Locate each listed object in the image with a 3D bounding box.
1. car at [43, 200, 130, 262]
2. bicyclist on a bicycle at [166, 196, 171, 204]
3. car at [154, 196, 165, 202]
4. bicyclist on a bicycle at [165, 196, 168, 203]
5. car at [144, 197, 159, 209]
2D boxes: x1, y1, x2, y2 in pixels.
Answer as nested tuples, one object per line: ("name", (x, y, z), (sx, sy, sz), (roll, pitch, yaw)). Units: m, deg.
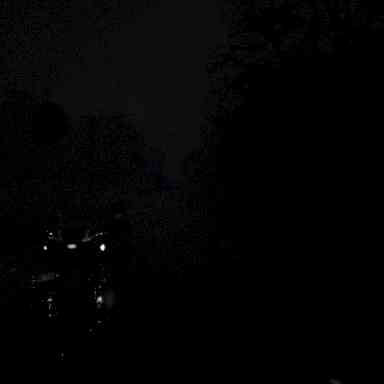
("car", (-3.834, 1.368, 13.143), (2.150, 2.045, 5.566), (0, -1, -2))
("bicyclist on a bicycle", (-5.142, 1.874, 75.615), (0.866, 1.612, 1.509), (0, 1, -9))
("car", (-8.224, 1.864, 88.187), (2.033, 1.411, 5.357), (0, 0, -11))
("bicyclist on a bicycle", (-6.260, 1.894, 82.369), (0.582, 1.620, 1.656), (0, 0, -10))
("car", (-6.796, 1.936, 54.476), (2.033, 1.411, 5.357), (0, 0, -6))
